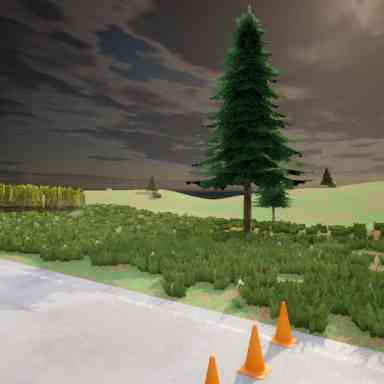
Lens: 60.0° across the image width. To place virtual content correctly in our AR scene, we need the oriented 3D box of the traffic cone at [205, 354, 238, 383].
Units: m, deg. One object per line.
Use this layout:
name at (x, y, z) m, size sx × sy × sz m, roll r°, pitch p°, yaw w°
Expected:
traffic cone at (0.209, 1.955, 3.385) m, size 0.340 × 0.580 × 0.340 m, roll 0°, pitch 0°, yaw 36°

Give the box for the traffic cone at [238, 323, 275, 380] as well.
traffic cone at (0.793, 1.955, 4.196) m, size 0.340 × 0.580 × 0.340 m, roll 0°, pitch 0°, yaw 36°

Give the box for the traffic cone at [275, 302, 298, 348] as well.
traffic cone at (1.378, 1.955, 5.007) m, size 0.340 × 0.580 × 0.340 m, roll 0°, pitch 0°, yaw 36°
